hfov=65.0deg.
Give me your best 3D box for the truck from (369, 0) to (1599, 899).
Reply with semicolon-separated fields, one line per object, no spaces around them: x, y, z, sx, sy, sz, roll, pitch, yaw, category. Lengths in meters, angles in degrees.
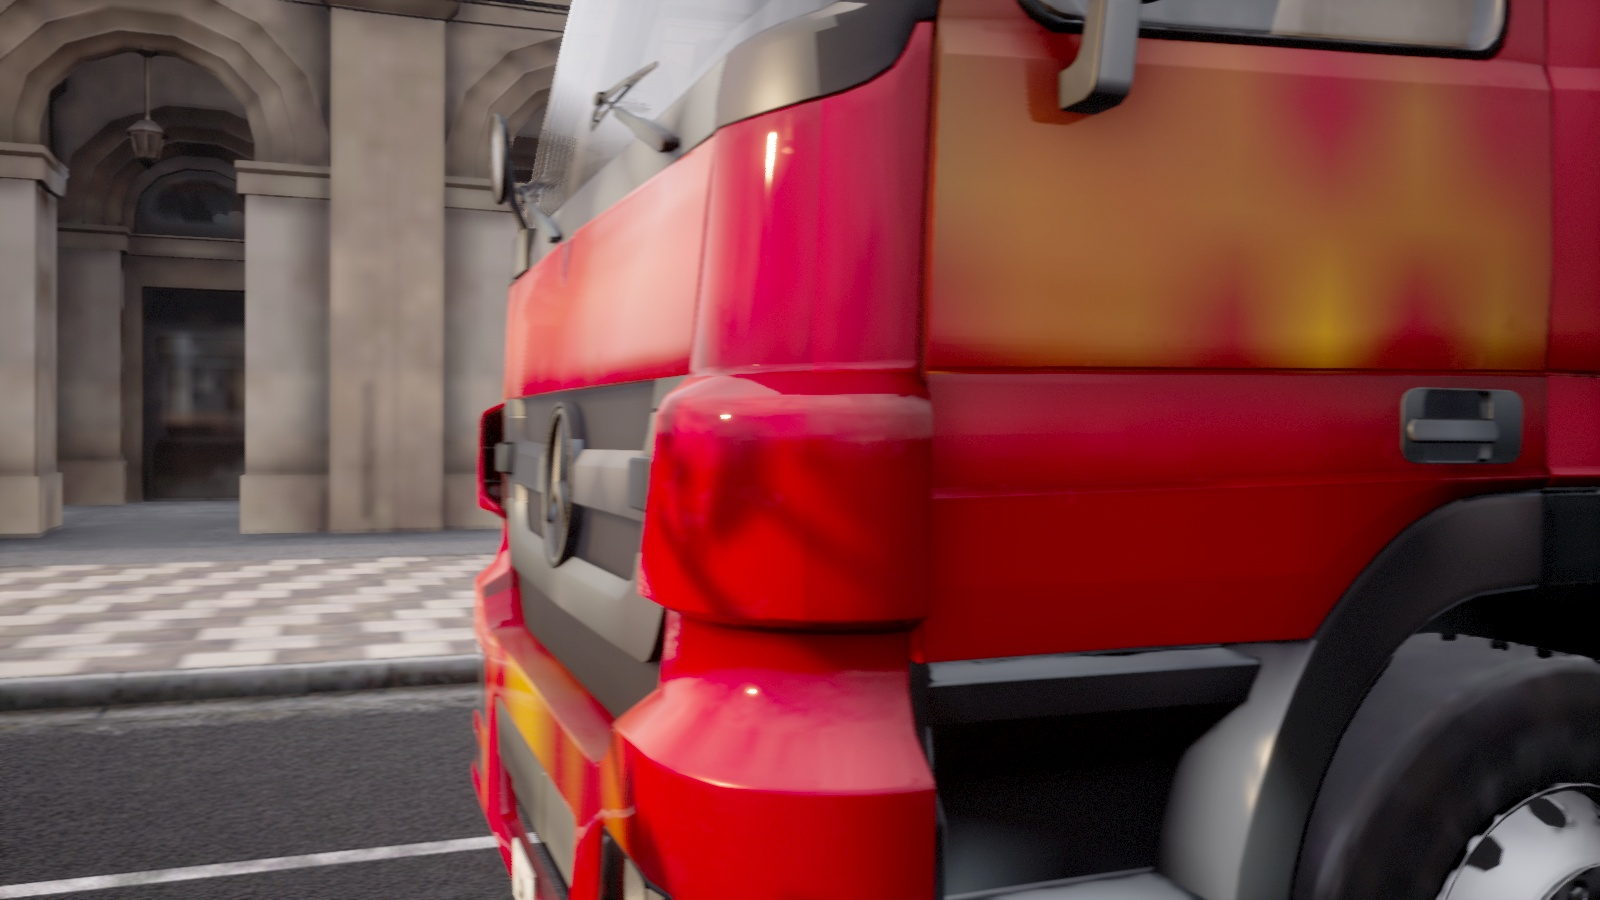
3.048;-0.468;4.344;8.468;3.827;2.891;-1;1;-21;truck
